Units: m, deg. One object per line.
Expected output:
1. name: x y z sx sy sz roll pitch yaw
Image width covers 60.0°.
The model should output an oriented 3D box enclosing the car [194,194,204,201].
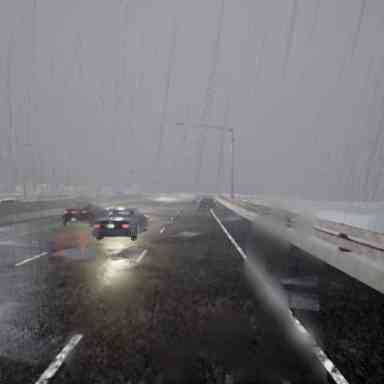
1. car: 1.427 1.094 70.271 1.994 1.385 4.181 0 0 2

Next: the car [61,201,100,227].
1. car: -6.761 1.355 21.480 2.128 1.511 4.902 0 0 1

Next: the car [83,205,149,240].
1. car: -3.321 1.444 16.252 2.033 1.411 5.357 0 0 1

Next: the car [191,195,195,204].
1. car: 0.841 1.298 54.105 1.895 1.301 4.718 0 0 2

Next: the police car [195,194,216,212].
1. police car: 1.601 1.213 36.116 1.930 1.638 5.238 0 0 1

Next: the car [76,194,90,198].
1. car: -23.067 1.148 70.738 1.994 1.385 4.181 0 0 2

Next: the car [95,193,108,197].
1. car: -19.513 1.035 71.984 1.837 1.490 4.892 0 0 2

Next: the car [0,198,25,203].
1. car: -17.298 1.329 31.523 1.812 1.442 4.674 0 0 1

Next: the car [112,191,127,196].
1. car: -15.945 0.790 73.502 2.150 2.045 5.566 0 0 2
